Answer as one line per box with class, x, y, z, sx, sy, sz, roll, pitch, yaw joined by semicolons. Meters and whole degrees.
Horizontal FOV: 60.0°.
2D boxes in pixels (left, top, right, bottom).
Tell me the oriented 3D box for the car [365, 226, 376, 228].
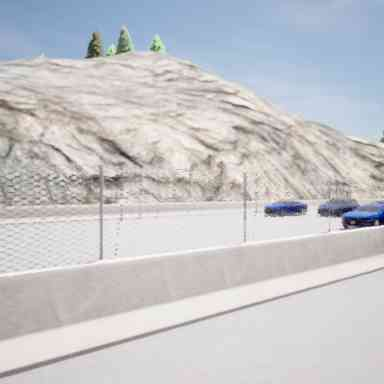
car;11.328;1.476;20.678;5.008;1.535;1.882;0;0;-35
